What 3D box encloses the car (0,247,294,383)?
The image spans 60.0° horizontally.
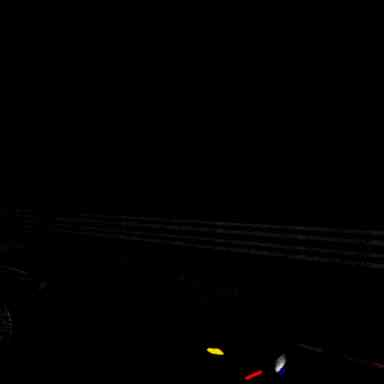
[{"bbox_3d":[-0.977,1.532,4.695,4.674,1.442,1.812,0,0,36],"label":"car"}]
